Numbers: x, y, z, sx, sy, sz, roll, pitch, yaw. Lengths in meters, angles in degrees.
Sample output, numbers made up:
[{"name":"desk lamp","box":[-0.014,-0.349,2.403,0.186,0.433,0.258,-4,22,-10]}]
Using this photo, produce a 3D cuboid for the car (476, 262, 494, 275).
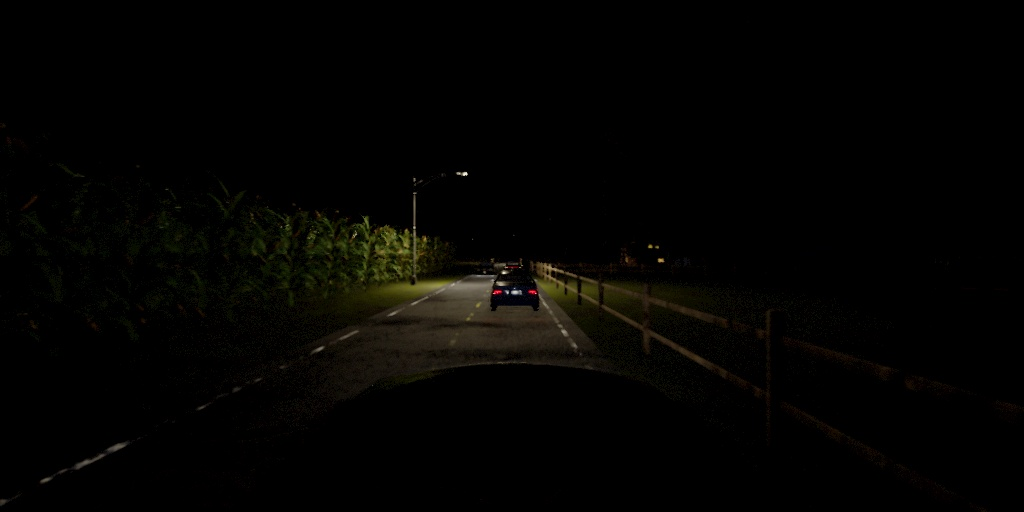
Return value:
[{"name":"car","box":[-2.810,1.326,39.628,2.033,1.411,5.357,0,0,0]}]

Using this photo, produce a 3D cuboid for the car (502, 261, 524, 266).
[{"name":"car","box":[0.100,1.265,35.447,2.128,1.511,4.902,0,0,0]}]

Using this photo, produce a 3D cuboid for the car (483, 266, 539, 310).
[{"name":"car","box":[0.095,1.303,14.818,2.033,1.411,5.357,0,0,0]}]
